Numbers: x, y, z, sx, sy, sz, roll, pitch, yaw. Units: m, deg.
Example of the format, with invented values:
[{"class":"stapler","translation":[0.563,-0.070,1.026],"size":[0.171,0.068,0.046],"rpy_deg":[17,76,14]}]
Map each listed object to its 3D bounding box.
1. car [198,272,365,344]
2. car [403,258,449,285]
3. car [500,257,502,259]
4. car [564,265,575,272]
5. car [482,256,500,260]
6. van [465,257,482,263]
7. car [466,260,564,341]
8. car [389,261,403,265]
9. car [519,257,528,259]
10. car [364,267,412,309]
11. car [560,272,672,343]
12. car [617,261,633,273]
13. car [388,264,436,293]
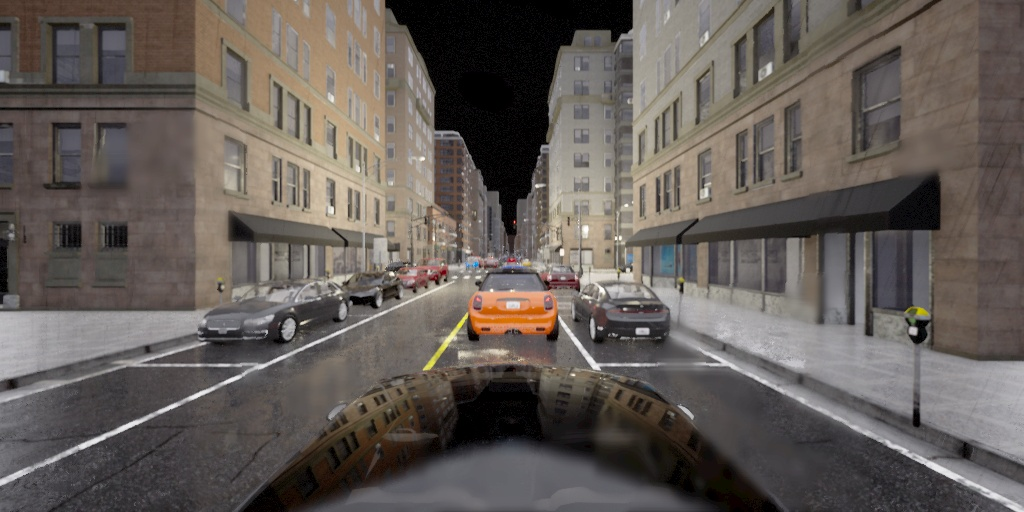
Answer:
[{"class":"car","translation":[-5.862,1.299,9.456],"size":[2.007,1.370,4.403],"rpy_deg":[0,0,0]},{"class":"car","translation":[-5.874,1.057,26.027],"size":[2.192,1.841,5.009],"rpy_deg":[0,0,0]},{"class":"car","translation":[-3.113,1.252,62.902],"size":[1.812,1.442,4.674],"rpy_deg":[0,0,0]},{"class":"car","translation":[2.656,1.185,20.536],"size":[1.967,1.591,4.097],"rpy_deg":[0,0,0]},{"class":"car","translation":[-3.125,1.208,53.559],"size":[1.882,1.535,5.008],"rpy_deg":[0,0,0]},{"class":"van","translation":[-5.895,1.071,52.975],"size":[1.690,1.789,3.998],"rpy_deg":[0,0,0]},{"class":"car","translation":[0.016,1.100,10.006],"size":[2.097,1.767,4.553],"rpy_deg":[0,0,0]},{"class":"car","translation":[-10.493,1.250,37.148],"size":[4.892,1.490,1.837],"rpy_deg":[0,0,9]},{"class":"car","translation":[2.622,1.251,64.367],"size":[1.751,1.417,4.829],"rpy_deg":[0,0,0]},{"class":"car","translation":[-5.866,1.312,14.980],"size":[1.948,1.339,4.313],"rpy_deg":[0,0,0]},{"class":"car","translation":[2.664,1.299,9.485],"size":[2.007,1.370,4.403],"rpy_deg":[0,0,0]},{"class":"car","translation":[14.537,1.232,41.169],"size":[4.892,1.490,1.837],"rpy_deg":[0,0,1]},{"class":"car","translation":[-5.870,1.327,20.504],"size":[1.802,1.307,4.207],"rpy_deg":[0,0,0]}]
